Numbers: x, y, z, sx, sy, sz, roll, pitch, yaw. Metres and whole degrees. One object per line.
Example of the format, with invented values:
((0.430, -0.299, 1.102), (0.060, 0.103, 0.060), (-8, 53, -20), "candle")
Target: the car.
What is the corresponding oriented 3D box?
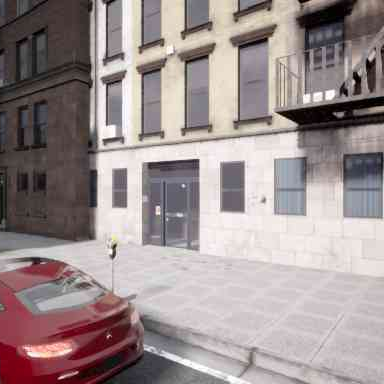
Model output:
((-2.504, 1.582, 4.596), (4.206, 1.307, 1.802), (0, 0, 36), "car")
